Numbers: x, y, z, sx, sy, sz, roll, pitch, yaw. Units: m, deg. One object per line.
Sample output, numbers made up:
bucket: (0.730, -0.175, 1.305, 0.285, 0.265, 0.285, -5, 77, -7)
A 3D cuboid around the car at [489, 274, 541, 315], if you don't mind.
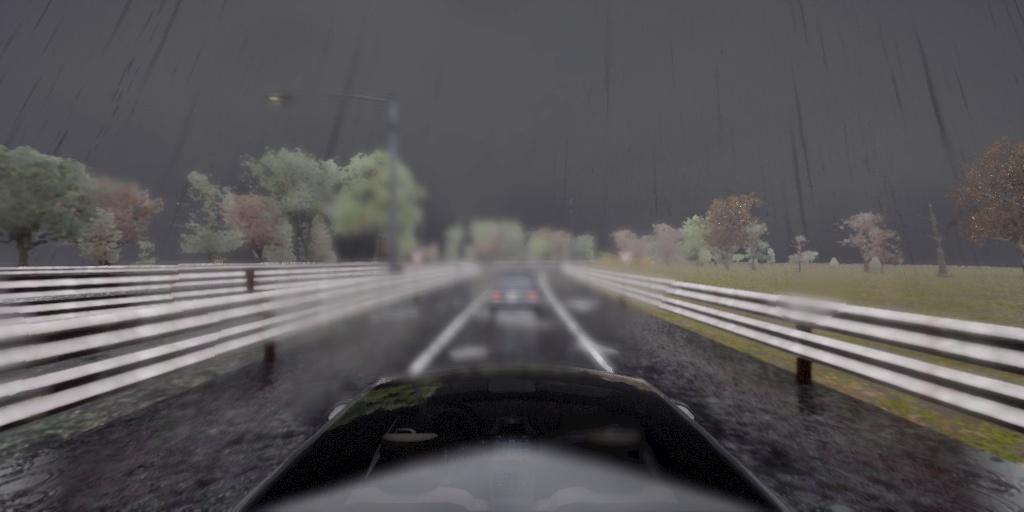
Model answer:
car: (0.165, 1.432, 14.313, 2.033, 1.411, 5.357, 0, -1, 2)
